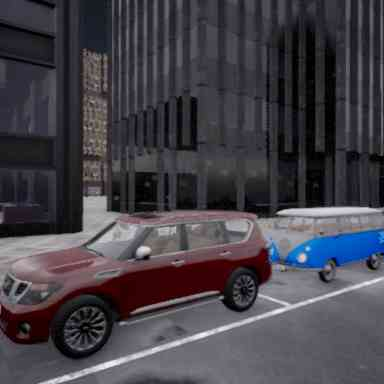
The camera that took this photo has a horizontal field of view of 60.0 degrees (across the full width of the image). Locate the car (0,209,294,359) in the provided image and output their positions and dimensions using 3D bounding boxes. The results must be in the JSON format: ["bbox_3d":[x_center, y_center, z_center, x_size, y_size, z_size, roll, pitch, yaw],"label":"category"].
[{"bbox_3d":[-0.666,1.314,6.171,5.009,1.841,2.192,0,0,-36],"label":"car"}]

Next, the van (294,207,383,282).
[{"bbox_3d":[3.899,1.338,9.429,3.998,1.788,1.690,0,0,-36],"label":"van"}]
